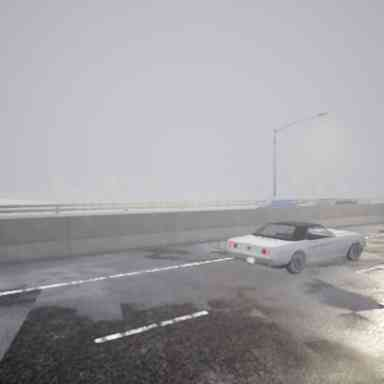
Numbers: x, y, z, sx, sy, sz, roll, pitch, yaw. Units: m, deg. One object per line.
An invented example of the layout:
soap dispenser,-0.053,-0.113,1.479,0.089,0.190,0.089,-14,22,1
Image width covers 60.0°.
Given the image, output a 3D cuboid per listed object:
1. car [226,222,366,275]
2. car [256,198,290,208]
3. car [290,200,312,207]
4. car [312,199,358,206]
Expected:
car,3.434,1.586,10.439,4.718,1.301,1.895,0,0,-35
car,9.090,1.444,35.885,5.008,1.535,1.882,0,0,-34
car,12.924,1.511,34.270,5.357,1.411,2.033,0,0,-34
car,13.632,1.442,30.512,5.008,1.535,1.882,0,0,-34
